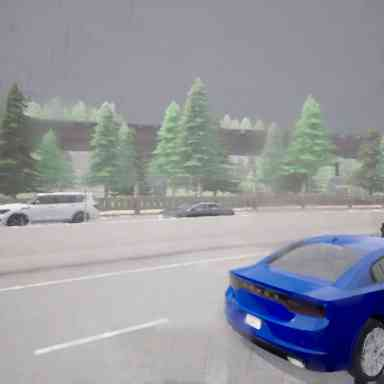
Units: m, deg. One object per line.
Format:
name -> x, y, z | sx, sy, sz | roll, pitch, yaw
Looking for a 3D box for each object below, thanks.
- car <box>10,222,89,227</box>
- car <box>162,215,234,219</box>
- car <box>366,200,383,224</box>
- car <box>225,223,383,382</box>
car -> -8.232, 1.032, 19.346 | 5.566, 2.045, 2.150 | 0, 0, -33
car -> 0.284, 1.319, 20.309 | 4.902, 1.511, 2.128 | 0, 0, -28
car -> 14.691, 1.351, 23.126 | 4.892, 1.490, 1.837 | 0, 0, -21
car -> 2.854, 1.438, 5.429 | 5.008, 1.535, 1.882 | 0, 0, -32
